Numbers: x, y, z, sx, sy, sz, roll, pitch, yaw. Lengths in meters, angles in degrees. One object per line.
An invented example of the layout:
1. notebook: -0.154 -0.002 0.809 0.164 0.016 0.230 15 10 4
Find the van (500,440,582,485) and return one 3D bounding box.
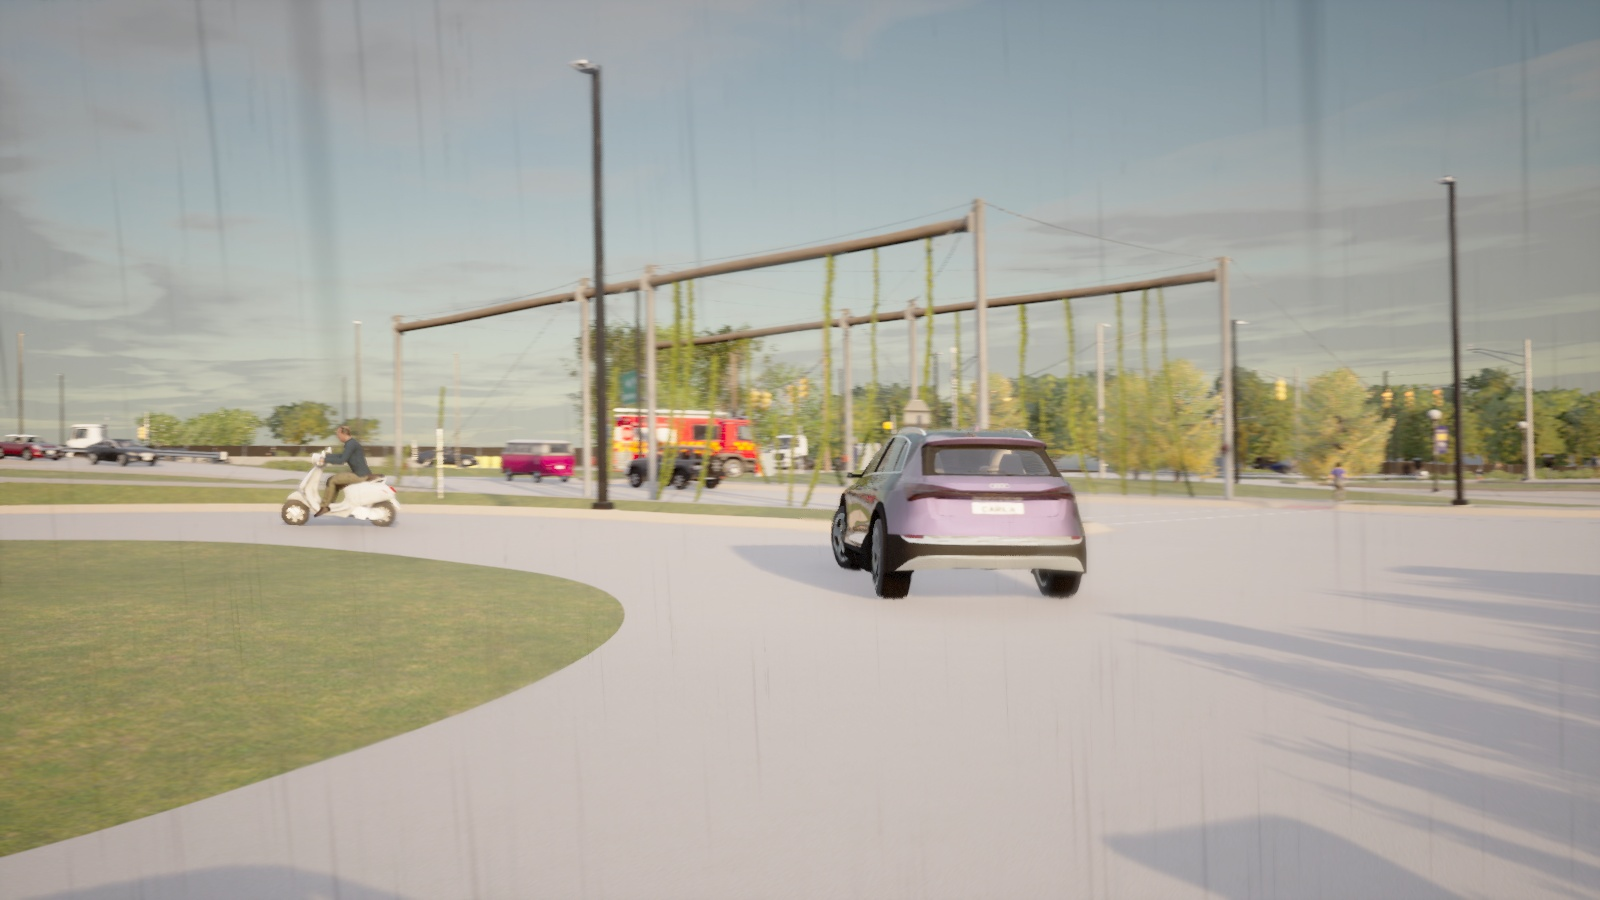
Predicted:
1. van: -12.190 0.547 58.898 1.775 1.987 4.442 0 1 -42

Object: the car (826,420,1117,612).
1. car: 1.538 0.574 13.273 2.033 1.649 4.856 1 0 -5

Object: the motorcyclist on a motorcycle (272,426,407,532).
1. motorcyclist on a motorcycle: -7.197 0.444 19.712 1.817 1.590 0.866 1 2 -7

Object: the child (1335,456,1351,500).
1. child: 15.850 0.809 36.639 0.270 1.263 0.437 -2 -1 43

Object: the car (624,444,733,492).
1. car: -5.038 0.689 51.697 4.605 1.855 1.932 0 1 44

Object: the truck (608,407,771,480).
1. truck: -6.107 -0.260 69.509 8.468 3.827 2.891 1 -2 -21

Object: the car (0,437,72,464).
1. car: -45.530 -0.001 74.718 3.806 1.475 1.970 2 1 24

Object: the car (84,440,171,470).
1. car: -37.667 0.235 70.264 4.902 1.511 2.128 2 1 32
